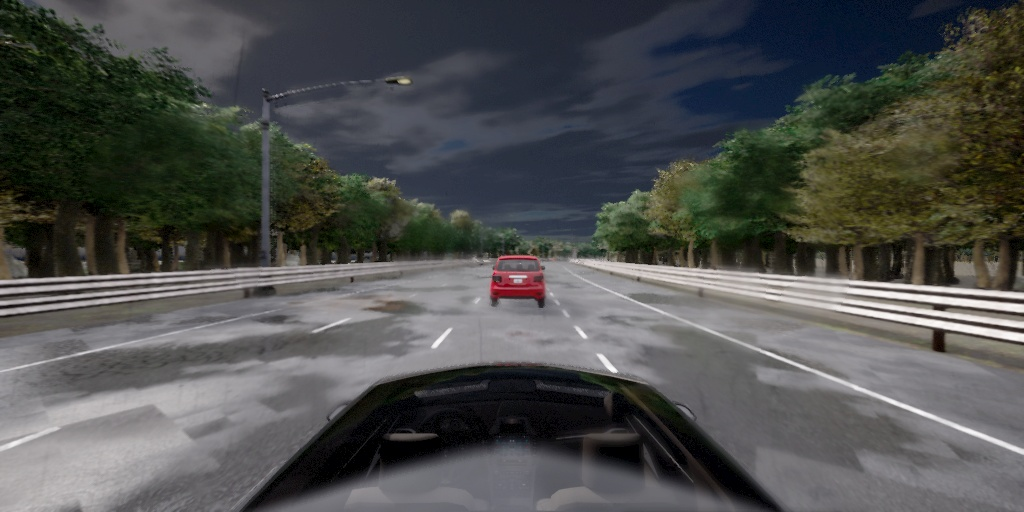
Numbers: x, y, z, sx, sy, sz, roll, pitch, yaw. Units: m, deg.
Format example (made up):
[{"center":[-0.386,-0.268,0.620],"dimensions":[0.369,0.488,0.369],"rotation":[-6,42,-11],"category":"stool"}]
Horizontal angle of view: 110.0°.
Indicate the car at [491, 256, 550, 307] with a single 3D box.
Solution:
[{"center":[0.293,1.018,15.815],"dimensions":[2.150,2.045,5.566],"rotation":[0,0,2],"category":"car"}]
